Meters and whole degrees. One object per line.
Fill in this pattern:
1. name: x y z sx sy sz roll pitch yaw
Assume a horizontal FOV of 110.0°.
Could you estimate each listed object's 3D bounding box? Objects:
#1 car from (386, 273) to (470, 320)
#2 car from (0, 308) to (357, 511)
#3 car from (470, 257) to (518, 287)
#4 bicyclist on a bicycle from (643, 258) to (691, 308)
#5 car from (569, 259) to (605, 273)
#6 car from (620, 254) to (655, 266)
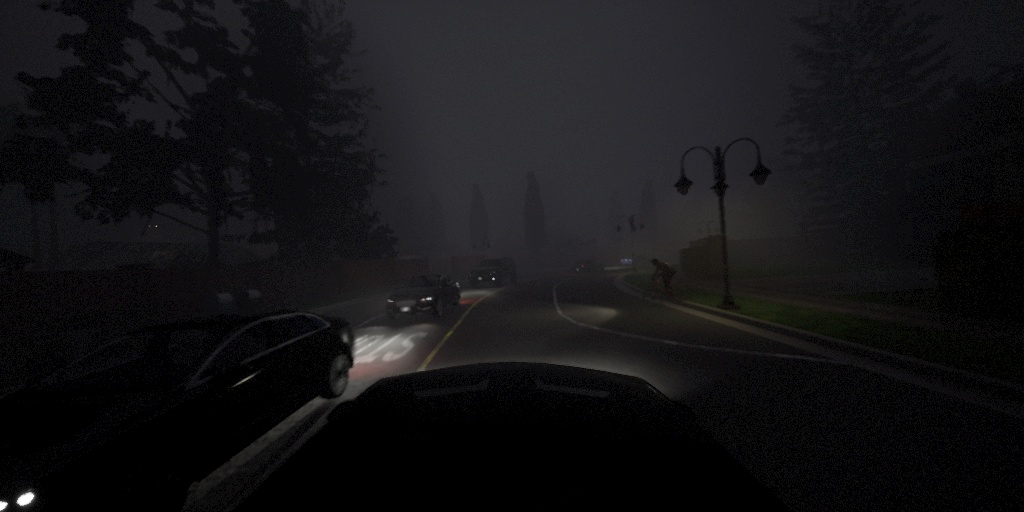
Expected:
1. car: -3.356 1.490 14.323 2.128 1.511 4.902 -4 0 4
2. car: -3.566 1.467 4.130 2.128 1.511 4.902 -3 0 0
3. car: -1.300 1.142 27.083 2.150 2.045 5.566 -4 -1 20
4. bicyclist on a bicycle: 5.082 0.845 12.003 1.656 1.620 0.582 -12 0 0
5. car: 7.911 0.973 37.306 1.895 1.301 4.718 -4 0 40
6. car: 15.916 0.457 44.933 5.357 1.411 2.033 -3 -1 -34
